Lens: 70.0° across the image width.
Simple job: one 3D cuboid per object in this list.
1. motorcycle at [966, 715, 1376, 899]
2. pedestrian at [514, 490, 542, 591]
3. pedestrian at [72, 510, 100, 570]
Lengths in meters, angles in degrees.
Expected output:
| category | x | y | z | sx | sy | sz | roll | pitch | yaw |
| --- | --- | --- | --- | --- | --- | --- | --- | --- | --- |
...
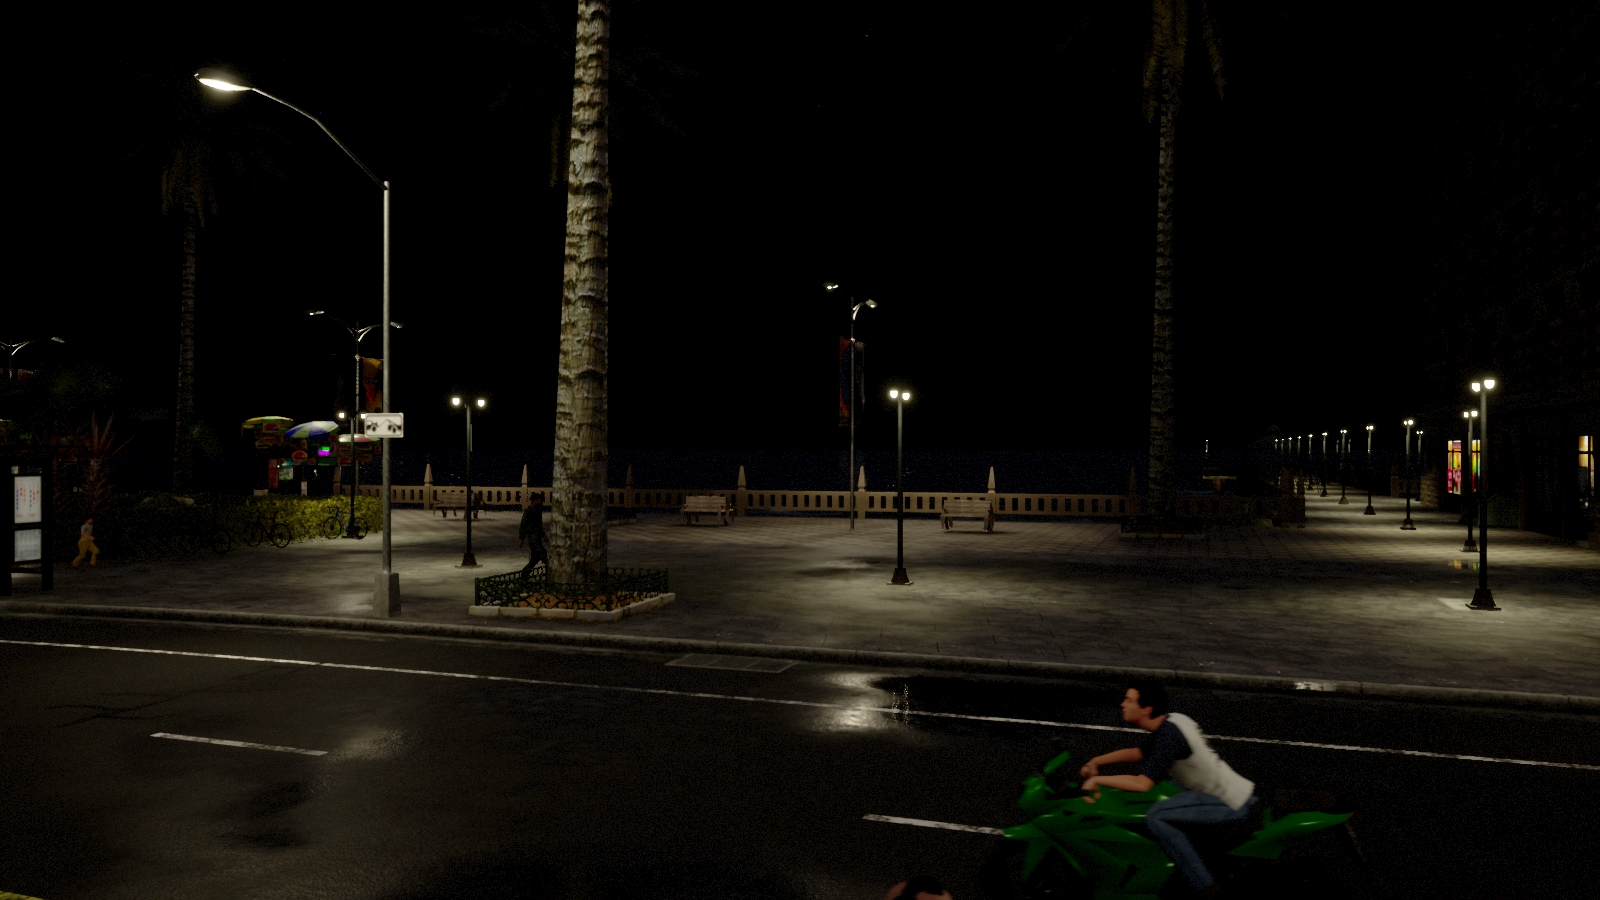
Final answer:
| category | x | y | z | sx | sy | sz | roll | pitch | yaw |
| --- | --- | --- | --- | --- | --- | --- | --- | --- | --- |
| motorcycle | 2.010 | 2.213 | 6.338 | 2.033 | 1.145 | 0.803 | 0 | 0 | 20 |
| pedestrian | -5.118 | 1.698 | 21.497 | 0.375 | 1.860 | 0.375 | 0 | 0 | 13 |
| pedestrian | -15.786 | 1.978 | 25.251 | 0.375 | 1.300 | 0.375 | 0 | 0 | 5 |
